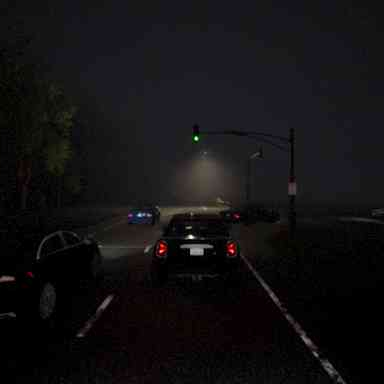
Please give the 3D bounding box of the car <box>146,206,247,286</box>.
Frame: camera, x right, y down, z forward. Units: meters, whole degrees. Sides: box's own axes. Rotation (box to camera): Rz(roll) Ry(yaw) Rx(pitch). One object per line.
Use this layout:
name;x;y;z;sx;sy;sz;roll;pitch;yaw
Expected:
car;0.113;1.358;9.565;2.097;1.767;4.553;0;0;0

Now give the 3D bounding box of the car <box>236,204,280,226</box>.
car;4.101;1.564;23.326;2.033;1.411;5.357;-1;-1;44

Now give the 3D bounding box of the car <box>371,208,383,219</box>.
car;18.966;1.801;30.414;4.674;1.442;1.812;1;-1;0

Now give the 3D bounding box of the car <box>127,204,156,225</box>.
car;-3.394;1.562;24.102;2.033;1.411;5.357;0;0;0

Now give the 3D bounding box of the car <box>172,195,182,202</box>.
car;-3.476;1.529;75.788;1.837;1.490;4.892;0;0;0

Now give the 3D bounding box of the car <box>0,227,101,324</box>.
car;-3.397;1.496;7.148;2.128;1.511;4.902;0;0;0
